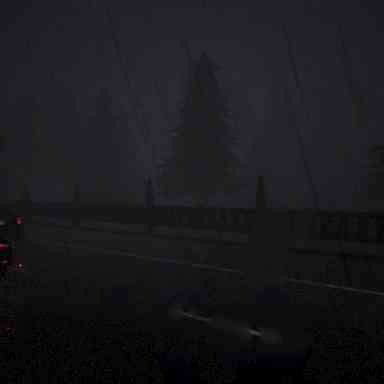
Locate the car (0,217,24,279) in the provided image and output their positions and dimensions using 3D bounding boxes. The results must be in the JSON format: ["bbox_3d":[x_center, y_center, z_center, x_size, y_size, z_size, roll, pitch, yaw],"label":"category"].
[{"bbox_3d":[-6.600,1.490,8.698,4.902,1.511,2.128,0,0,36],"label":"car"}]

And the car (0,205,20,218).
[{"bbox_3d":[-9.746,1.350,15.242,4.553,1.767,2.097,0,0,35],"label":"car"}]
